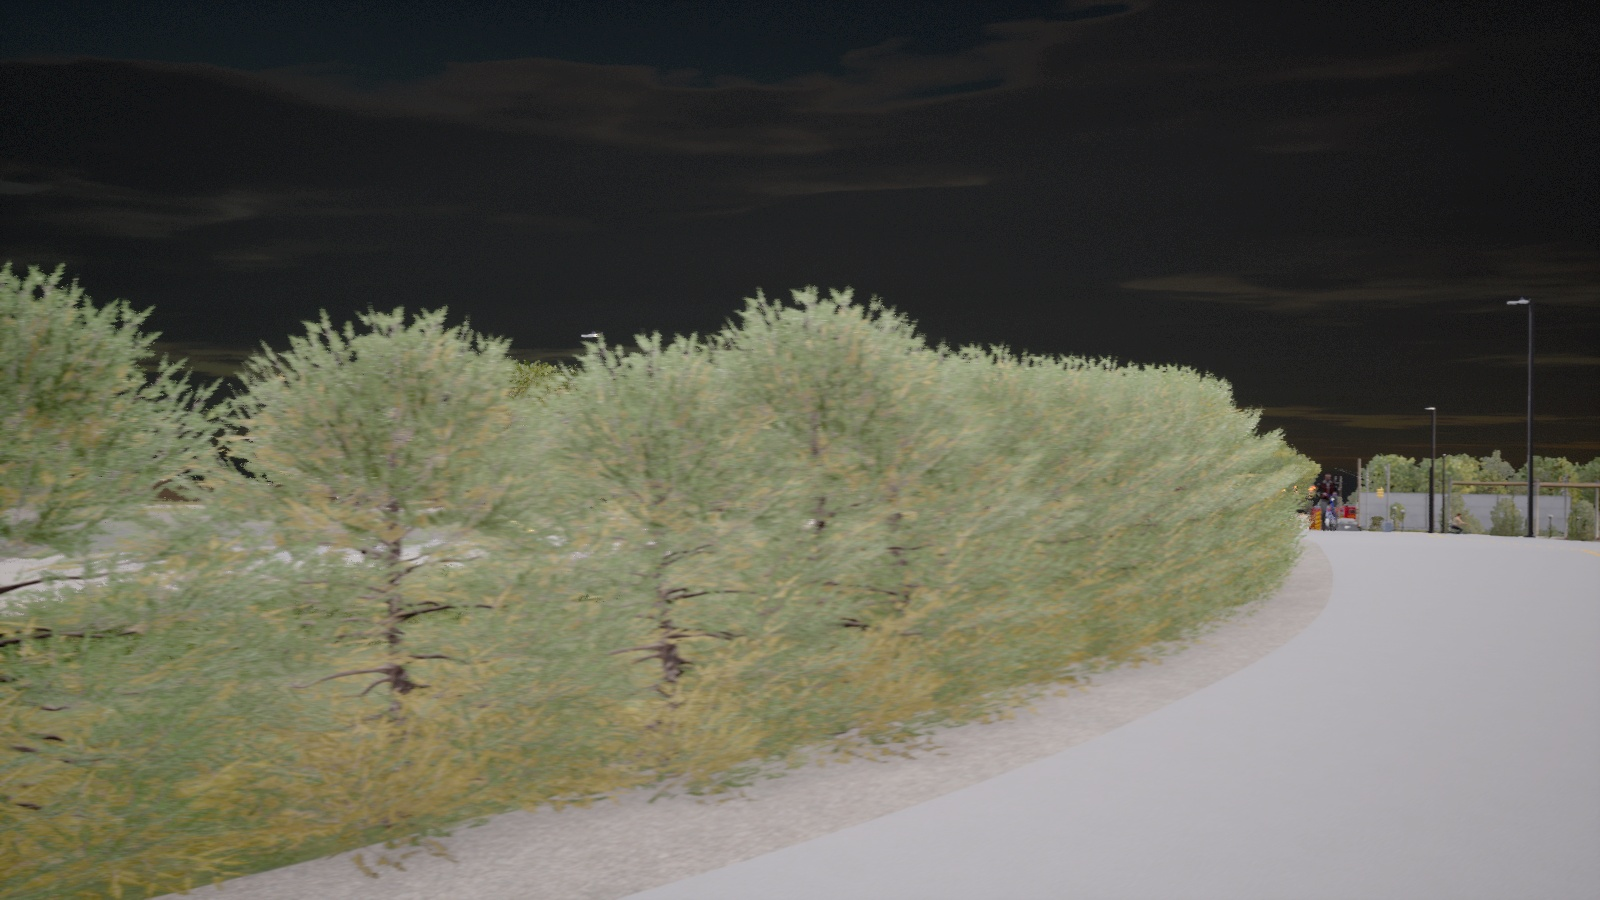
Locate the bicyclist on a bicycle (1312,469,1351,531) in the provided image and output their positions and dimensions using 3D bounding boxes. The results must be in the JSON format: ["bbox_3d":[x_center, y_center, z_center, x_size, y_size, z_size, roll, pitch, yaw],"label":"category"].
[{"bbox_3d":[15.617,1.484,36.936,0.659,1.776,1.843,0,-3,11],"label":"bicyclist on a bicycle"}]

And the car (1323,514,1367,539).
[{"bbox_3d":[37.115,5.264,85.601,2.163,1.488,4.792,1,-5,16],"label":"car"}]
